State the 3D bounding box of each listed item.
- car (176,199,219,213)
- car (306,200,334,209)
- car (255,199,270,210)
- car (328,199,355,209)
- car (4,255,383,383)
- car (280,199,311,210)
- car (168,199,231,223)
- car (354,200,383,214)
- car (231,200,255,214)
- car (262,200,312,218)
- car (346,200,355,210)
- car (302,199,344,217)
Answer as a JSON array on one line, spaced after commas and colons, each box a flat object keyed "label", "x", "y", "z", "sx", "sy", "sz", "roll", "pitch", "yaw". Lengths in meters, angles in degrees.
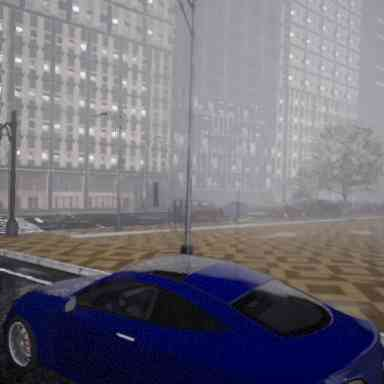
[{"label": "car", "x": 0.605, "y": 1.565, "z": 37.228, "sx": 4.403, "sy": 1.369, "sz": 2.008, "roll": 1, "pitch": 2, "yaw": -34}, {"label": "car", "x": 19.293, "y": 1.836, "z": 50.070, "sx": 4.206, "sy": 1.307, "sz": 1.802, "roll": 1, "pitch": 2, "yaw": -34}, {"label": "car", "x": 9.810, "y": 1.658, "z": 43.552, "sx": 4.829, "sy": 1.417, "sz": 1.752, "roll": 1, "pitch": 2, "yaw": -34}, {"label": "car", "x": 23.966, "y": 1.881, "z": 53.280, "sx": 4.313, "sy": 1.339, "sz": 1.947, "roll": 1, "pitch": 2, "yaw": -34}, {"label": "car", "x": -0.336, "y": 1.508, "z": 3.923, "sx": 4.674, "sy": 1.442, "sz": 1.812, "roll": 0, "pitch": 0, "yaw": 35}, {"label": "car", "x": 14.621, "y": 1.760, "z": 46.860, "sx": 4.313, "sy": 1.339, "sz": 1.947, "roll": 1, "pitch": 2, "yaw": -34}, {"label": "car", "x": 0.398, "y": 1.531, "z": 27.520, "sx": 5.009, "sy": 1.841, "sz": 2.192, "roll": 1, "pitch": 2, "yaw": -34}, {"label": "car", "x": 23.752, "y": 2.082, "z": 43.577, "sx": 4.313, "sy": 1.339, "sz": 1.947, "roll": 1, "pitch": 2, "yaw": -34}, {"label": "car", "x": 4.296, "y": 1.651, "z": 36.772, "sx": 4.674, "sy": 1.442, "sz": 1.812, "roll": 1, "pitch": 2, "yaw": -34}, {"label": "car", "x": 9.736, "y": 1.881, "z": 33.945, "sx": 4.507, "sy": 1.381, "sz": 1.887, "roll": 1, "pitch": 2, "yaw": -34}, {"label": "car", "x": 21.277, "y": 1.845, "z": 48.322, "sx": 4.902, "sy": 1.511, "sz": 2.128, "roll": 1, "pitch": 1, "yaw": -34}, {"label": "car", "x": 14.414, "y": 1.711, "z": 37.150, "sx": 5.009, "sy": 1.841, "sz": 2.192, "roll": 1, "pitch": 2, "yaw": -34}]
